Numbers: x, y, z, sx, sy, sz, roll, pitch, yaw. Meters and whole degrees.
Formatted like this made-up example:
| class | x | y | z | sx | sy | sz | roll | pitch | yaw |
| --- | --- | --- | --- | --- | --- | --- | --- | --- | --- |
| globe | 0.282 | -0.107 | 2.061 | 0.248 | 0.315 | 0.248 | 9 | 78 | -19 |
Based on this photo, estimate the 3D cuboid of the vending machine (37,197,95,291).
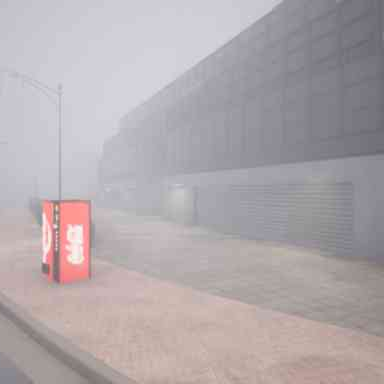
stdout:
| class | x | y | z | sx | sy | sz | roll | pitch | yaw |
| --- | --- | --- | --- | --- | --- | --- | --- | --- | --- |
| vending machine | -3.113 | 1.186 | 8.240 | 1.100 | 2.100 | 0.880 | 0 | 0 | -41 |
